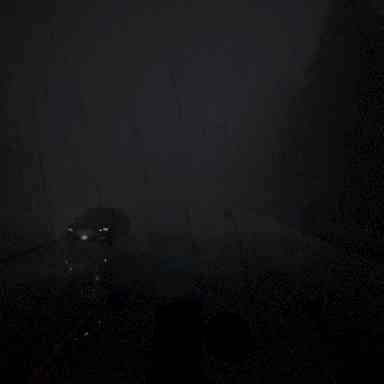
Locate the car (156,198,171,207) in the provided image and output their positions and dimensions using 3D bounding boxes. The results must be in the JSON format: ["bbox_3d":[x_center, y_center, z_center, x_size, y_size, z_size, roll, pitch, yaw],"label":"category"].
[{"bbox_3d":[-3.992,1.464,46.962,1.895,1.301,4.718,0,0,0],"label":"car"}]

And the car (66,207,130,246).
[{"bbox_3d":[-4.067,1.446,15.067,2.128,1.511,4.902,0,0,0],"label":"car"}]

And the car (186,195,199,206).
[{"bbox_3d":[0.010,1.398,51.136,2.033,1.411,5.357,0,0,0],"label":"car"}]

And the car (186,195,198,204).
[{"bbox_3d":[0.012,1.312,61.553,2.128,1.511,4.902,0,0,0],"label":"car"}]
